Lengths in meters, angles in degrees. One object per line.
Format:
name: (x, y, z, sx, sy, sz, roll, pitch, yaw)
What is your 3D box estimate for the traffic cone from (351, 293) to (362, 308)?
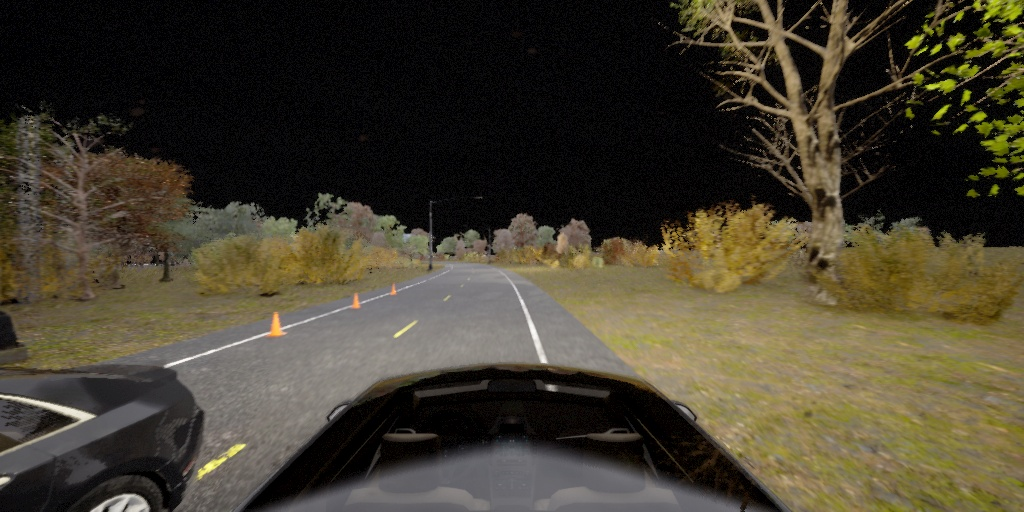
traffic cone: (-6.171, 1.747, 14.188, 0.340, 0.580, 0.340, 0, 0, -1)

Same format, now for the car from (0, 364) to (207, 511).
car: (-3.216, 1.274, 0.638, 1.837, 1.490, 4.892, 0, 0, 0)

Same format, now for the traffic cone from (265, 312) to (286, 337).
traffic cone: (-6.073, 1.744, 9.225, 0.340, 0.580, 0.340, 0, 0, -1)

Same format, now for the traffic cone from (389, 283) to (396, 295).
traffic cone: (-6.325, 1.752, 19.150, 0.340, 0.580, 0.340, 0, 0, -2)
